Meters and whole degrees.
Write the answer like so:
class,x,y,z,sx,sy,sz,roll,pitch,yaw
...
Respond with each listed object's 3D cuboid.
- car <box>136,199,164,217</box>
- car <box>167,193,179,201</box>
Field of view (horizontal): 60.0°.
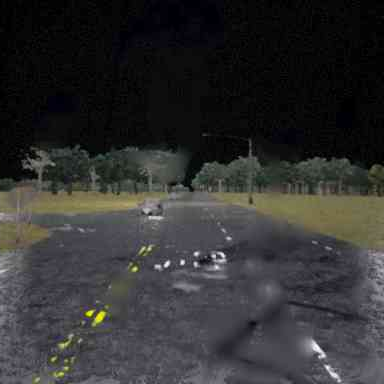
class,x,y,z,sx,sy,sz,roll,pitch,yaw
car,-3.482,1.309,28.145,2.128,1.511,4.902,0,-1,0
car,-3.655,0.959,64.699,1.837,1.490,4.892,0,1,0
